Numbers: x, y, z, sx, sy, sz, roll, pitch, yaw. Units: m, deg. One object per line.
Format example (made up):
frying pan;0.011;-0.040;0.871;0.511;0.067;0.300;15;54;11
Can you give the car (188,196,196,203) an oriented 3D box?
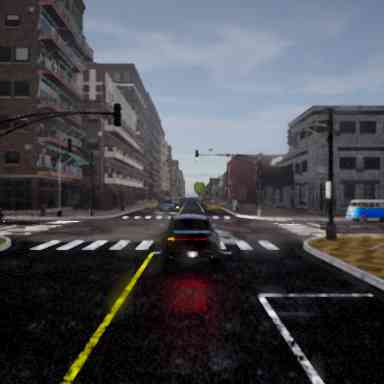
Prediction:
car;-0.013;1.834;79.734;1.882;1.535;5.008;0;0;0

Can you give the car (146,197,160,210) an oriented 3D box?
car;-5.697;1.791;48.292;1.752;1.417;4.829;0;0;0

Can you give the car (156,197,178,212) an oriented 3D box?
car;-3.096;1.754;41.977;1.812;1.442;4.674;0;0;0

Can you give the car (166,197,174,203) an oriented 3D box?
car;-5.704;2.064;87.237;1.887;1.381;4.507;0;0;0

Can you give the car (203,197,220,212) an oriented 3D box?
car;2.685;1.760;43.096;1.752;1.417;4.829;0;0;0

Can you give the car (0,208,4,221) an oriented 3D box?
car;-16.649;1.448;24.723;4.553;1.767;2.097;0;-1;1

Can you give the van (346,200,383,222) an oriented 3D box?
van;14.895;1.552;27.413;3.998;1.788;1.690;0;-1;0

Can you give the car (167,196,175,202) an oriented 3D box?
car;-5.704;1.998;92.776;1.967;1.590;4.097;0;0;0

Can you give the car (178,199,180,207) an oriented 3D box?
car;-3.054;1.878;58.849;2.033;1.411;5.357;0;0;0

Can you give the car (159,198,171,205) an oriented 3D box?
car;-5.701;1.957;70.619;2.008;1.369;4.403;0;0;0

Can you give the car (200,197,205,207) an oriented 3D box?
car;2.683;1.882;54.004;1.802;1.307;4.206;0;0;0

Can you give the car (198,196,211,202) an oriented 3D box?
car;2.683;1.649;59.544;2.192;1.841;5.009;0;0;0

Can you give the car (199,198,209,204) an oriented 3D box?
car;2.679;1.994;76.160;2.008;1.369;4.403;0;0;0

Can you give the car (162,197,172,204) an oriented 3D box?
car;-5.701;1.967;75.988;1.752;1.417;4.829;0;0;0

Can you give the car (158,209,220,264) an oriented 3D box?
car;-0.133;1.565;12.043;1.837;1.490;4.892;0;0;-3

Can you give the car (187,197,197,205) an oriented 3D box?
car;-0.012;1.755;69.698;2.097;1.767;4.553;0;0;0
